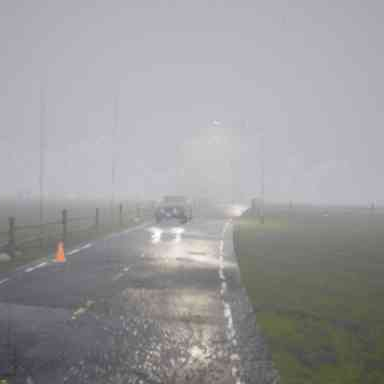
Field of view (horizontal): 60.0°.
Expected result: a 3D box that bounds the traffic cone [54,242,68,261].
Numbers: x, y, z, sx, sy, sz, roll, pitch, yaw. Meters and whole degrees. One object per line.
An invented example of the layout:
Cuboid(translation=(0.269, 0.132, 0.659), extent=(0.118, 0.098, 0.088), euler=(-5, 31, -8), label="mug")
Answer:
Cuboid(translation=(-4.292, 1.942, 10.872), extent=(0.340, 0.580, 0.340), euler=(0, 0, 4), label="traffic cone")

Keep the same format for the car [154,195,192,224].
Cuboid(translation=(-1.298, 1.230, 25.446), extent=(2.150, 2.045, 5.566), euler=(0, 0, 7), label="car")
